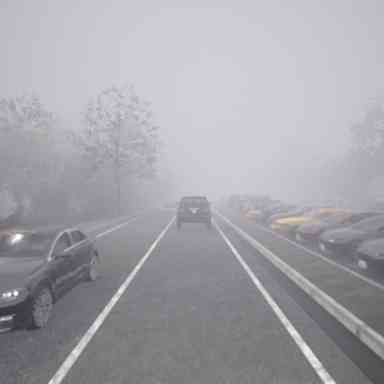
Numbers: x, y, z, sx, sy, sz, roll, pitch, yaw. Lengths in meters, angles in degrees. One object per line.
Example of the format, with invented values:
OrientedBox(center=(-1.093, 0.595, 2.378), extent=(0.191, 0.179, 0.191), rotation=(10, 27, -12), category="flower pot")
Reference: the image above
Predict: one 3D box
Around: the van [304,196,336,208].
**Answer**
OrientedBox(center=(20.387, 1.576, 53.118), extent=(4.442, 1.987, 1.878), rotation=(0, -1, 0), category="van")

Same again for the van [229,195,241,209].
OrientedBox(center=(7.016, 1.375, 39.486), extent=(4.442, 1.987, 1.878), rotation=(0, 0, 0), category="van")

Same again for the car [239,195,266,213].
OrientedBox(center=(7.066, 1.449, 31.157), extent=(4.553, 1.767, 2.185), rotation=(0, 0, 0), category="car")

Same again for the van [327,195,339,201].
OrientedBox(center=(20.107, 1.381, 42.190), extent=(4.442, 1.987, 1.878), rotation=(0, -1, 0), category="van")

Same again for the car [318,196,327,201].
OrientedBox(center=(20.240, 1.642, 44.806), extent=(5.008, 1.535, 2.097), rotation=(0, -1, 0), category="car")

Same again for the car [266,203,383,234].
OrientedBox(center=(6.854, 1.528, 17.276), extent=(5.366, 1.575, 1.946), rotation=(0, 0, 0), category="car")

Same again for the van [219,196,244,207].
OrientedBox(center=(7.343, 1.743, 61.675), extent=(4.442, 1.987, 1.878), rotation=(0, -1, 0), category="van")

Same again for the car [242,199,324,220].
OrientedBox(center=(6.889, 1.554, 25.605), extent=(5.366, 1.575, 1.946), rotation=(0, 0, 0), category="car")

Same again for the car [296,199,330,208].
OrientedBox(center=(20.276, 1.856, 55.884), extent=(4.892, 1.521, 2.231), rotation=(0, -1, 0), category="car")

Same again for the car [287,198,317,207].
OrientedBox(center=(20.300, 1.964, 61.549), extent=(5.008, 1.535, 2.097), rotation=(0, -1, 0), category="car")

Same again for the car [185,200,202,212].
OrientedBox(center=(0.182, 1.739, 41.237), extent=(1.994, 1.385, 4.181), rotation=(0, -1, 0), category="car")

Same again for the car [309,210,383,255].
OrientedBox(center=(6.987, 1.543, 11.723), extent=(4.792, 1.488, 2.163), rotation=(0, 0, 0), category="car")

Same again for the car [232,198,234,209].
OrientedBox(center=(7.124, 1.632, 36.708), extent=(4.674, 1.452, 2.002), rotation=(0, 0, 0), category="car")

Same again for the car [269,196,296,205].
OrientedBox(center=(20.391, 1.985, 75.273), extent=(5.566, 2.045, 2.435), rotation=(0, -1, 0), category="car")

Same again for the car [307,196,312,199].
OrientedBox(center=(20.074, 1.746, 50.344), extent=(5.366, 1.575, 1.946), rotation=(0, -1, 0), category="car")

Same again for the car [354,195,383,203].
OrientedBox(center=(20.161, 1.329, 33.871), extent=(5.566, 2.045, 2.435), rotation=(0, 0, 0), category="car")

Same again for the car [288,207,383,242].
OrientedBox(center=(6.998, 1.551, 14.499), extent=(4.792, 1.488, 2.163), rotation=(0, 0, 0), category="car")

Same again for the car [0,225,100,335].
OrientedBox(center=(-3.345, 1.501, 6.962), extent=(2.128, 1.511, 4.902), rotation=(0, 0, 0), category="car")

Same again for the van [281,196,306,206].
OrientedBox(center=(20.445, 1.843, 66.967), extent=(4.442, 1.987, 1.878), rotation=(0, -1, 0), category="van")

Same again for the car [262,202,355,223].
OrientedBox(center=(7.057, 1.541, 20.051), extent=(4.892, 1.521, 2.231), rotation=(0, 0, 0), category="car")

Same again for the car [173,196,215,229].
OrientedBox(center=(0.132, 1.266, 22.280), extent=(2.150, 2.045, 5.566), rotation=(0, 0, 0), category="car")

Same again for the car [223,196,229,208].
OrientedBox(center=(7.173, 1.359, 42.261), extent=(5.566, 2.045, 2.435), rotation=(0, 0, 0), category="car")

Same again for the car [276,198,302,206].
OrientedBox(center=(20.333, 2.123, 69.733), extent=(4.892, 1.521, 2.231), rotation=(0, -1, 0), category="car")

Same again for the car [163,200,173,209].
OrientedBox(center=(-3.212, 1.857, 50.456), extent=(1.994, 1.385, 4.181), rotation=(0, -1, 0), category="car")

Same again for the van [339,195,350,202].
OrientedBox(center=(20.328, 1.372, 39.286), extent=(4.442, 1.987, 1.878), rotation=(0, 0, 0), category="van")

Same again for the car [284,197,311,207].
OrientedBox(center=(20.285, 1.890, 64.196), extent=(4.553, 1.767, 2.185), rotation=(0, -1, 0), category="car")

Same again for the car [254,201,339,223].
OrientedBox(center=(7.056, 1.549, 22.828), extent=(4.892, 1.521, 2.231), rotation=(0, 0, 0), category="car")

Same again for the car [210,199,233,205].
OrientedBox(center=(7.122, 2.389, 81.085), extent=(5.366, 1.575, 1.946), rotation=(0, -1, 0), category="car")

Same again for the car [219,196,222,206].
OrientedBox(center=(7.161, 1.838, 53.345), extent=(4.792, 1.488, 2.163), rotation=(0, -1, 0), category="car")

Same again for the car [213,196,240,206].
OrientedBox(center=(7.233, 1.878, 70.003), extent=(5.566, 2.045, 2.435), rotation=(0, -1, 0), category="car")

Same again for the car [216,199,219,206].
OrientedBox(center=(7.220, 1.915, 58.895), extent=(5.008, 1.535, 2.097), rotation=(0, -1, 0), category="car")

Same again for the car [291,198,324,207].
OrientedBox(center=(20.288, 1.909, 58.653), extent=(5.008, 1.535, 2.097), rotation=(0, -1, 0), category="car")

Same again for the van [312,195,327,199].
OrientedBox(center=(20.130, 1.470, 47.580), extent=(4.442, 1.987, 1.878), rotation=(0, -1, 0), category="van")

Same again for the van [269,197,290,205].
OrientedBox(center=(20.493, 2.083, 78.163), extent=(4.442, 1.987, 1.878), rotation=(0, -1, 0), category="van")

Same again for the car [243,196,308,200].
OrientedBox(center=(7.055, 1.440, 28.381), extent=(4.553, 1.767, 2.185), rotation=(0, 0, 0), category="car")

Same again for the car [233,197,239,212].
OrientedBox(center=(7.104, 1.583, 33.932), extent=(5.008, 1.535, 2.097), rotation=(0, 0, 0), category="car")

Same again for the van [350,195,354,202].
OrientedBox(center=(20.317, 1.363, 36.641), extent=(4.442, 1.987, 1.878), rotation=(0, 0, 0), category="van")

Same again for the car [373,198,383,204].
OrientedBox(center=(20.171, 1.571, 30.975), extent=(5.008, 1.535, 2.097), rotation=(0, 0, 0), category="car")

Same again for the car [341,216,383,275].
OrientedBox(center=(6.975, 1.534, 8.947), extent=(4.792, 1.488, 2.163), rotation=(0, 0, 0), category="car")
